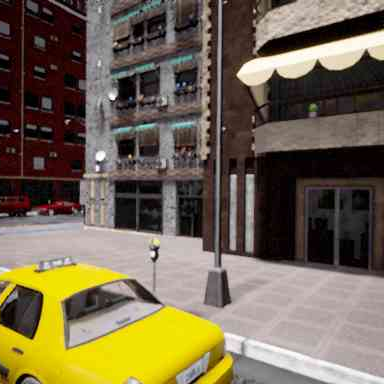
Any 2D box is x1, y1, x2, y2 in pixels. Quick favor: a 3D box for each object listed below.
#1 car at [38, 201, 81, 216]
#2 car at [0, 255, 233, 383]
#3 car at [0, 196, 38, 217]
[{"bbox_3d":[-13.555,1.635,34.101,1.887,1.381,4.507,0,-1,35],"label":"car"},{"bbox_3d":[-1.871,1.489,4.197,4.829,1.417,1.752,1,1,35],"label":"car"},{"bbox_3d":[-16.835,1.303,29.450,2.192,1.841,5.009,0,-1,35],"label":"car"}]
